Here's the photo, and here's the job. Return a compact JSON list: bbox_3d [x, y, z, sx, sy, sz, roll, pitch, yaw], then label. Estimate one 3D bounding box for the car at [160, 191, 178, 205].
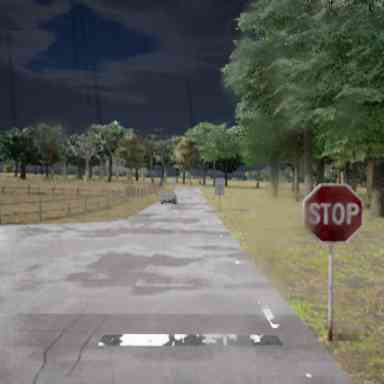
[{"bbox_3d":[-2.671,0.728,39.356,1.837,1.490,4.892,0,2,0],"label":"car"}]
